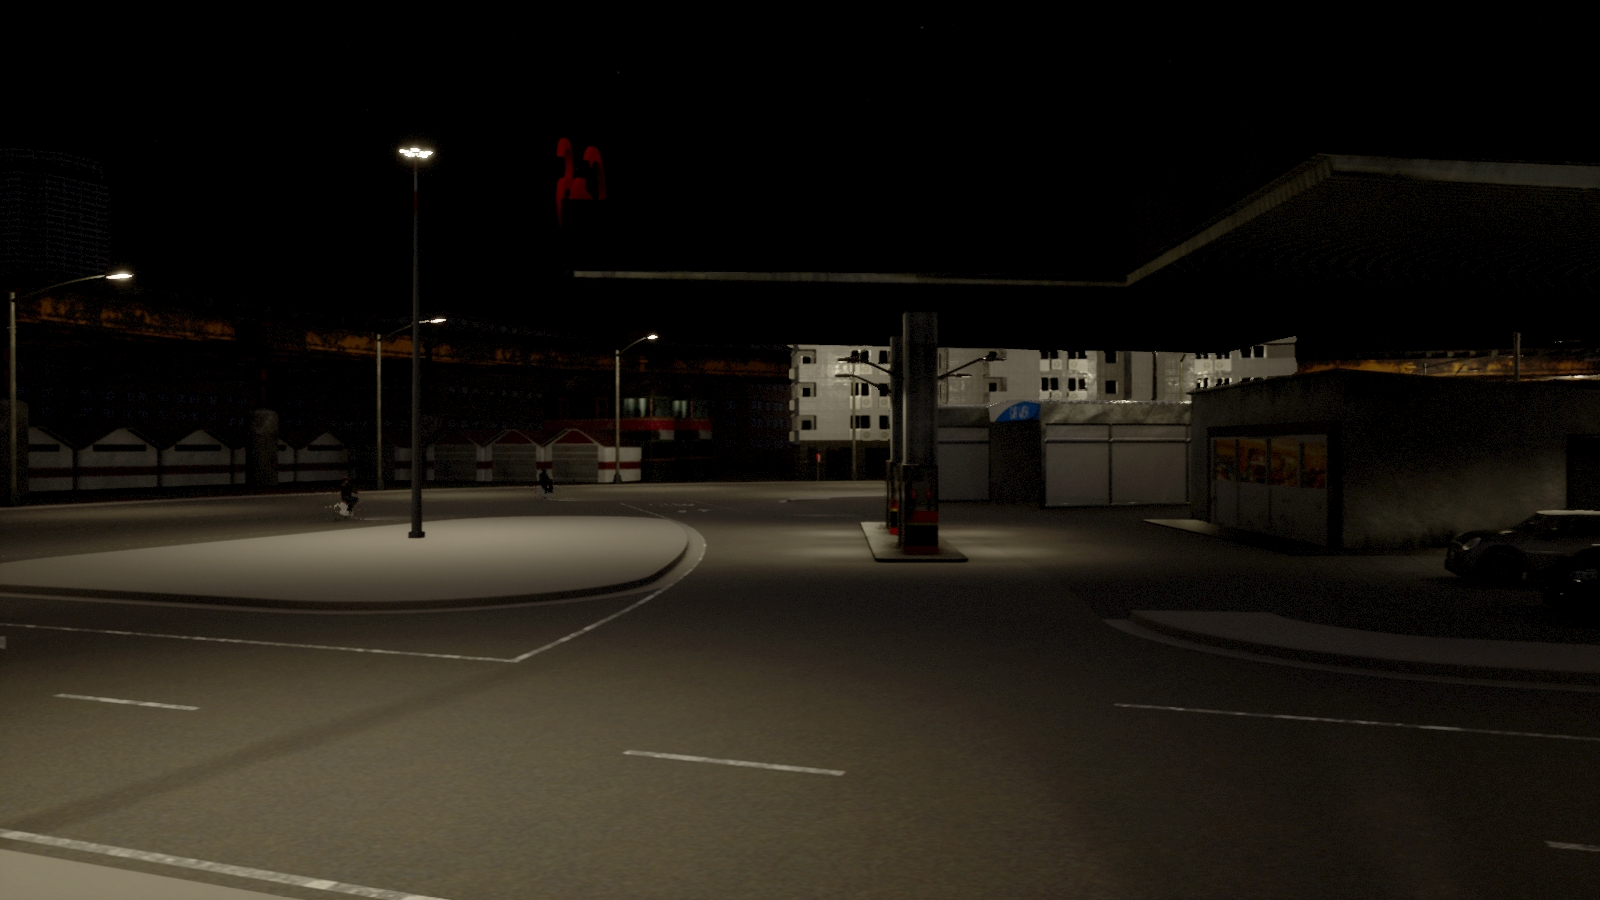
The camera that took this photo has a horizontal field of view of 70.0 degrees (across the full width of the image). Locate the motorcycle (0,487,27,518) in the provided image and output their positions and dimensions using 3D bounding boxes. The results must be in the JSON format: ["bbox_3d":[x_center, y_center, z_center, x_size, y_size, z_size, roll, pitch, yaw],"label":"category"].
[{"bbox_3d":[-33.221,2.175,47.381,0.856,1.236,1.805,0,0,19],"label":"motorcycle"}]

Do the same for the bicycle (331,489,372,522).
[{"bbox_3d":[-17.483,2.164,44.567,0.329,1.196,1.835,0,0,20],"label":"bicycle"}]
